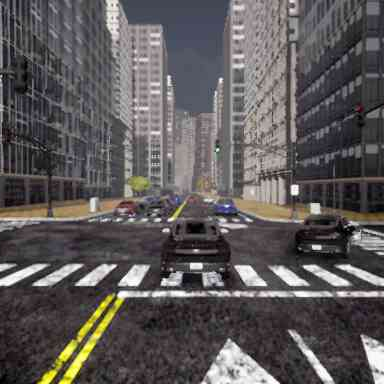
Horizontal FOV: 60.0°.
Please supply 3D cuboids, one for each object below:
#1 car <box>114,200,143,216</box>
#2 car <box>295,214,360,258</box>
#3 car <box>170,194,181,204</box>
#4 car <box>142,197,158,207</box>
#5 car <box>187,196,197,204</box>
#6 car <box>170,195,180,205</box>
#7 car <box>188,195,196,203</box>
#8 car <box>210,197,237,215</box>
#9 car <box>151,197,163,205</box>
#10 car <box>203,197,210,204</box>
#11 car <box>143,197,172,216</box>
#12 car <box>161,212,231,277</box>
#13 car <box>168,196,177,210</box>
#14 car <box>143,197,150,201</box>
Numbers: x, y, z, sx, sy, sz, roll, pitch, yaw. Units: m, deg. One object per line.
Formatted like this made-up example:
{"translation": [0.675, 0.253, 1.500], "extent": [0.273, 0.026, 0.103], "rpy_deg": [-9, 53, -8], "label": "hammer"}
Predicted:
{"translation": [-6.591, 1.580, 34.027], "extent": [1.812, 1.442, 4.674], "rpy_deg": [0, 0, 2], "label": "car"}
{"translation": [5.620, 1.658, 13.709], "extent": [1.837, 1.490, 4.892], "rpy_deg": [-2, -1, 31], "label": "car"}
{"translation": [-3.258, 1.309, 62.876], "extent": [2.150, 2.045, 5.566], "rpy_deg": [0, 0, 0], "label": "car"}
{"translation": [-6.524, 1.555, 52.636], "extent": [1.882, 1.535, 5.008], "rpy_deg": [0, 0, 0], "label": "car"}
{"translation": [-0.007, 1.616, 65.183], "extent": [1.812, 1.442, 4.674], "rpy_deg": [0, 0, 0], "label": "car"}
{"translation": [-3.280, 1.603, 52.424], "extent": [1.812, 1.442, 4.674], "rpy_deg": [0, 0, 0], "label": "car"}
{"translation": [-0.009, 1.576, 75.177], "extent": [1.882, 1.535, 5.008], "rpy_deg": [0, 0, 0], "label": "car"}
{"translation": [3.348, 1.408, 34.308], "extent": [2.097, 1.767, 4.553], "rpy_deg": [0, 0, 0], "label": "car"}
{"translation": [-6.508, 1.613, 62.906], "extent": [1.812, 1.442, 4.674], "rpy_deg": [0, 0, 0], "label": "car"}
{"translation": [3.242, 1.692, 65.895], "extent": [1.895, 1.301, 4.718], "rpy_deg": [0, 0, 0], "label": "car"}
{"translation": [-3.344, 1.559, 33.263], "extent": [1.837, 1.490, 4.892], "rpy_deg": [0, 0, 0], "label": "car"}
{"translation": [0.105, 1.582, 10.422], "extent": [1.837, 1.490, 4.892], "rpy_deg": [0, -1, 0], "label": "car"}
{"translation": [-3.338, 1.571, 42.603], "extent": [1.837, 1.490, 4.892], "rpy_deg": [0, 0, 0], "label": "car"}
{"translation": [-6.583, 1.667, 43.130], "extent": [1.895, 1.301, 4.718], "rpy_deg": [0, 0, 0], "label": "car"}
